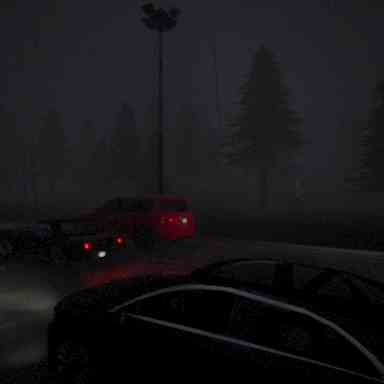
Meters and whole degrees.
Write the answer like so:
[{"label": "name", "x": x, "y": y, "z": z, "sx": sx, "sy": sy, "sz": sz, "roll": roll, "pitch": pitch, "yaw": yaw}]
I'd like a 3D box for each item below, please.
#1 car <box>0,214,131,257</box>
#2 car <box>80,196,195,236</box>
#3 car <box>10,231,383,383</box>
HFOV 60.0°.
[{"label": "car", "x": -4.543, "y": 1.565, "z": 11.166, "sx": 4.718, "sy": 1.301, "sz": 1.895, "roll": 0, "pitch": 0, "yaw": 33}, {"label": "car", "x": -2.520, "y": 1.173, "z": 14.014, "sx": 5.566, "sy": 2.045, "sz": 2.150, "roll": 0, "pitch": 0, "yaw": 33}, {"label": "car", "x": 0.465, "y": 1.477, "z": 3.410, "sx": 4.902, "sy": 1.511, "sz": 2.128, "roll": 0, "pitch": 0, "yaw": 36}]
